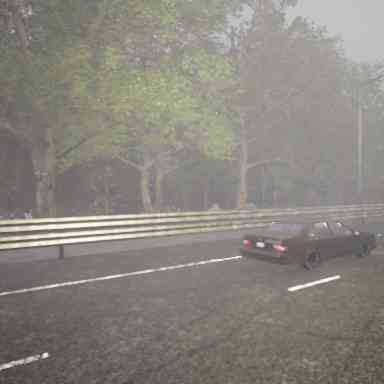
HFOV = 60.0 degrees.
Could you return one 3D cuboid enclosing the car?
[{"bbox_3d":[3.980,1.550,10.936,5.357,1.411,2.033,0,0,-36],"label":"car"}]
